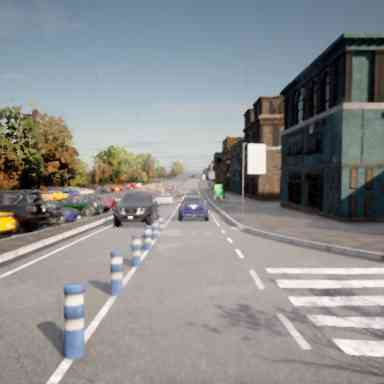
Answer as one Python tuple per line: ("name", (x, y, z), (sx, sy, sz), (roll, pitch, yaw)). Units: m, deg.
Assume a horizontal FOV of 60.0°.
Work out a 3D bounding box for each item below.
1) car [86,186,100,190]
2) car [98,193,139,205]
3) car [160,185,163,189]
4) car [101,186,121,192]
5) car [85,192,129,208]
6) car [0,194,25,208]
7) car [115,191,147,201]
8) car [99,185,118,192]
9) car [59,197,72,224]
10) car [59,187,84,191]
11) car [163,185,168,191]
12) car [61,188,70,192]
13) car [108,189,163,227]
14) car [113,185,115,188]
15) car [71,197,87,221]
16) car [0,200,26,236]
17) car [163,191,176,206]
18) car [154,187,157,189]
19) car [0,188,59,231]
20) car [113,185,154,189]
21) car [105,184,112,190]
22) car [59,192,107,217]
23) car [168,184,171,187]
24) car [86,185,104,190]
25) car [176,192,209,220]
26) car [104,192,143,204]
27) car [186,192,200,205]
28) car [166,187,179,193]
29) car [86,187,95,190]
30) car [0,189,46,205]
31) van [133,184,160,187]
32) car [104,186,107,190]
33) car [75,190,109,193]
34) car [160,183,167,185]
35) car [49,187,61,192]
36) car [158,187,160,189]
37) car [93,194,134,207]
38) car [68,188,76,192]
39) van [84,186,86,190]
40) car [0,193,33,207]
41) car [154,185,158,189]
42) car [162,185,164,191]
("car", (-22.539, 0.018, 69.460), (5.008, 1.535, 2.097), (0, 2, 1))
("car", (-9.686, 0.900, 44.323), (5.008, 1.535, 2.097), (0, 2, 1))
("car", (-9.433, -0.079, 72.149), (5.008, 1.535, 2.097), (0, 2, 1))
("car", (-22.327, -0.815, 91.723), (5.008, 1.535, 2.097), (0, 2, 1))
("car", (-9.776, 0.913, 38.746), (4.553, 1.767, 2.185), (0, 1, 1))
("car", (-22.640, 1.032, 38.698), (5.366, 1.575, 1.946), (0, 1, 1))
("car", (-9.610, 0.674, 52.682), (4.674, 1.452, 2.002), (0, 2, 1))
("car", (-22.316, -0.834, 88.935), (4.553, 1.767, 2.185), (0, 2, 1))
("car", (-9.924, 1.245, 19.246), (4.892, 1.521, 2.231), (0, 0, 1))
("car", (-22.611, 0.174, 58.319), (5.566, 2.045, 2.435), (0, 2, 1))
("car", (-9.163, -0.392, 80.492), (5.366, 1.575, 1.946), (0, 2, 1))
("car", (-22.688, 0.633, 52.639), (5.008, 1.535, 2.097), (0, 2, 1))
("car", (-3.345, 0.987, 20.861), (2.150, 2.045, 5.566), (0, 1, 0))
("car", (-22.404, -0.459, 83.377), (4.674, 1.452, 2.002), (0, 2, 1))
("car", (-9.874, 1.274, 22.024), (4.792, 1.488, 2.163), (0, 0, 1))
("car", (-9.978, 1.214, 13.663), (5.008, 1.535, 2.097), (0, 0, 1))
("car", (-3.322, 0.944, 41.761), (1.812, 1.442, 4.674), (0, 1, 0))
("car", (-9.719, 0.326, 61.026), (5.366, 1.575, 1.946), (0, 2, 1))
("car", (-9.985, 0.982, 16.458), (5.566, 2.045, 2.435), (0, 0, 1))
("car", (-9.614, 0.281, 55.453), (5.566, 2.045, 2.435), (0, 2, 1))
("car", (-22.426, -0.541, 77.801), (5.566, 2.045, 2.435), (0, 2, 1))
("car", (-9.819, 1.084, 27.605), (4.553, 1.767, 2.185), (0, 1, 1))
("car", (-9.219, -0.875, 94.401), (4.674, 1.452, 2.002), (0, 2, 1))
("car", (-22.514, -0.083, 72.244), (4.892, 1.521, 2.231), (0, 2, 1))
("car", (0.107, 1.067, 24.920), (2.097, 1.767, 4.553), (0, 1, 0))
("car", (-9.660, 0.819, 47.111), (5.008, 1.535, 2.097), (0, 2, 1))
("car", (0.117, 0.833, 45.280), (1.837, 1.490, 4.892), (0, 2, 0))
("car", (-3.199, 0.341, 61.570), (1.812, 1.442, 4.674), (0, 2, 0))
("car", (-22.562, 0.161, 66.679), (4.674, 1.452, 2.002), (0, 2, 1))
("car", (-22.801, 0.648, 44.270), (5.566, 2.045, 2.435), (0, 2, 1))
("van", (-9.571, -0.202, 69.361), (4.442, 1.987, 1.878), (0, 2, 1))
("car", (-22.509, -0.158, 75.026), (4.792, 1.488, 2.163), (0, 2, 1))
("car", (-9.802, 0.969, 35.966), (4.553, 1.767, 2.185), (0, 1, 1))
("car", (-9.290, -0.619, 83.270), (4.553, 1.767, 2.185), (0, 2, 1))
("car", (-22.751, 0.604, 49.852), (4.553, 1.767, 2.185), (0, 2, 1))
("car", (-9.487, 0.127, 66.586), (4.892, 1.521, 2.231), (0, 2, 1))
("car", (-9.721, 1.014, 41.536), (4.674, 1.452, 2.002), (0, 2, 1))
("car", (-22.851, 0.524, 55.547), (5.366, 1.575, 1.946), (0, 2, 1))
("van", (-22.496, 0.098, 61.102), (4.442, 1.987, 1.878), (0, 2, 1))
("car", (-22.805, 0.971, 41.489), (5.008, 1.535, 2.097), (0, 1, 1))
("car", (-9.477, 0.107, 63.675), (4.553, 1.767, 2.185), (0, 2, 1))
("car", (-9.396, -0.182, 74.930), (5.008, 1.535, 2.097), (0, 2, 1))
